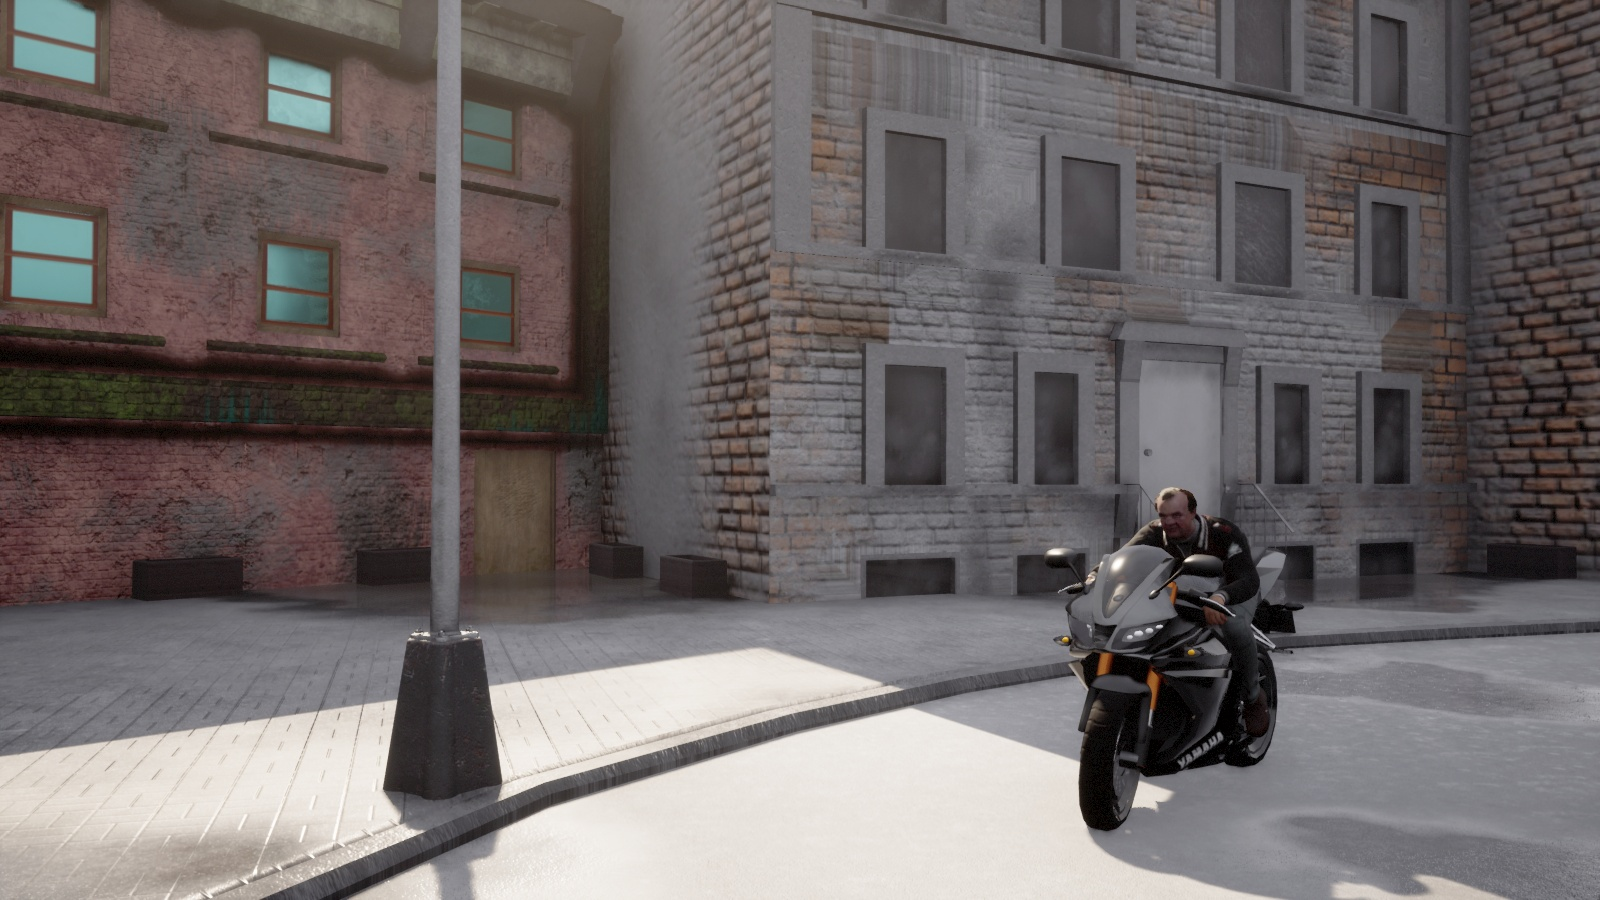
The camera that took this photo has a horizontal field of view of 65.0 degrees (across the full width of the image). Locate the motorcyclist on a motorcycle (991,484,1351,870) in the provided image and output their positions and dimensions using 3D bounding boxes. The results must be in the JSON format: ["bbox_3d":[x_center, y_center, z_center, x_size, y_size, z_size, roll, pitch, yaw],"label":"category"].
[{"bbox_3d":[1.903,0.943,6.183,0.866,1.530,2.191,-1,-1,40],"label":"motorcyclist on a motorcycle"}]

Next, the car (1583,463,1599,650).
[{"bbox_3d":[9.522,0.883,10.646,5.366,1.575,1.801,0,-1,-17],"label":"car"}]
